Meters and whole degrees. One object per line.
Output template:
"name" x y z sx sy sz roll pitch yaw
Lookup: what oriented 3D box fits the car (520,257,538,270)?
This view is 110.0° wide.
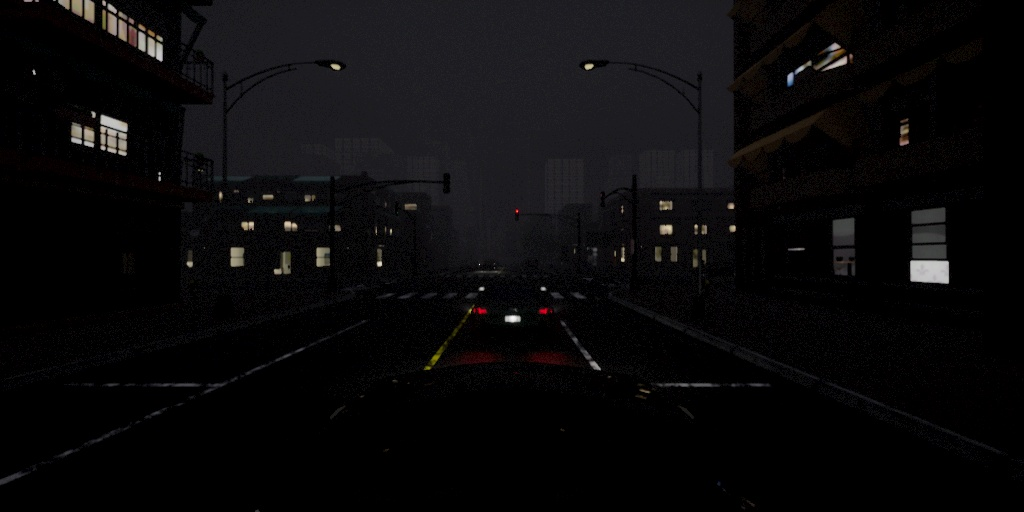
"car" 2.735 1.065 52.039 2.192 1.841 5.009 0 0 0

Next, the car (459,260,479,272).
"car" -5.738 1.293 46.526 1.888 1.381 4.507 0 0 0

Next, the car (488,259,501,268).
"car" -3.007 1.306 63.357 2.033 1.411 5.357 0 0 1

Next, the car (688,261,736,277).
"car" 17.522 1.098 30.832 4.313 1.339 1.948 0 0 0

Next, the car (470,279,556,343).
"car" 0.016 1.311 9.647 1.994 1.385 4.181 0 0 0

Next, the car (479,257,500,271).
"car" -3.053 1.100 48.070 2.097 1.767 4.553 0 0 0
